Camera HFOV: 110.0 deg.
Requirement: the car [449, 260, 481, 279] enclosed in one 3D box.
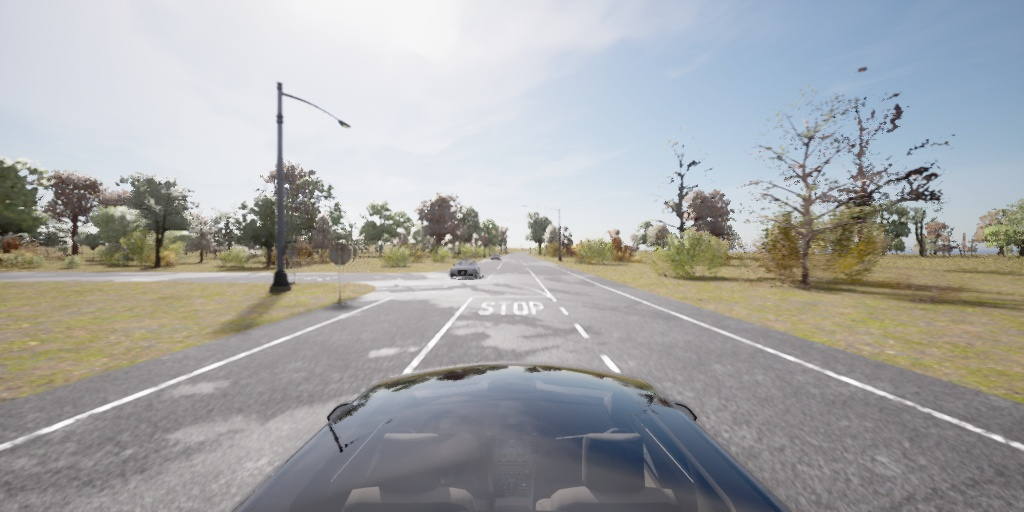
[{"bbox_3d":[-3.448,0.968,26.977,1.994,1.385,4.181,0,1,0],"label":"car"}]
